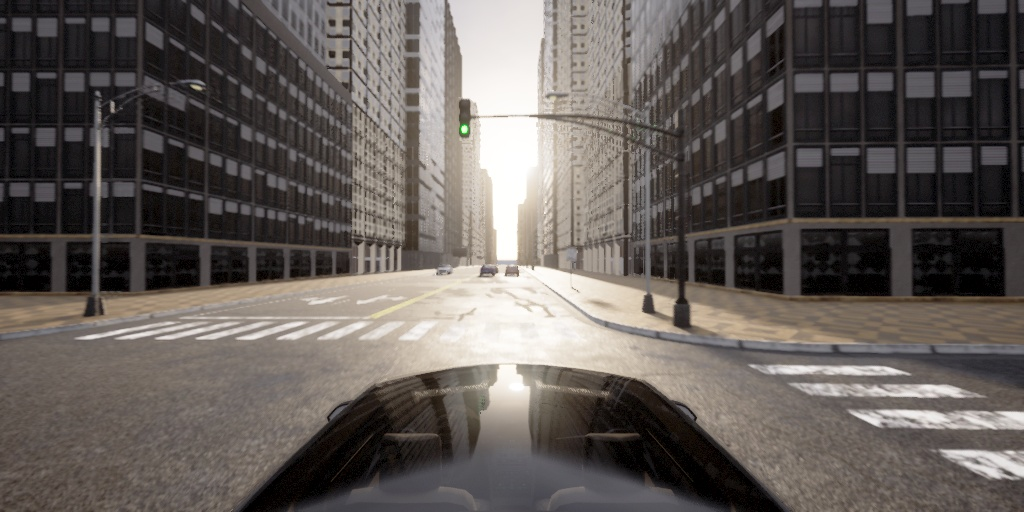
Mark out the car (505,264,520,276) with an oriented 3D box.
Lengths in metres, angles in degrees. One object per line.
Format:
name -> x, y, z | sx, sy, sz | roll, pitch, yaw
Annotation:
car -> 0.018, 1.949, 48.730 | 1.994, 1.385, 4.181 | 0, -1, 0

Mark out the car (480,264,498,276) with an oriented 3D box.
car -> -3.233, 1.850, 47.900 | 1.882, 1.535, 5.008 | 0, -1, 0

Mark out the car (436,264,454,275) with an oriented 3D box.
car -> -9.731, 1.967, 52.486 | 1.812, 1.442, 4.674 | 0, -1, 0
